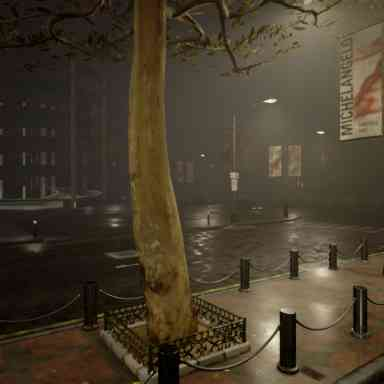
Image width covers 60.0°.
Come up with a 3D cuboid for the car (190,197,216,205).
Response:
[{"bbox_3d":[1.868,1.547,58.035,2.033,1.411,5.357,0,0,-38],"label":"car"}]

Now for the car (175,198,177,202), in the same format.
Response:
[{"bbox_3d":[-5.086,1.478,65.904,5.008,1.535,1.882,0,0,41],"label":"car"}]

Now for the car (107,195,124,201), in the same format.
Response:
[{"bbox_3d":[-19.016,1.474,77.398,4.674,1.442,1.812,0,0,12],"label":"car"}]

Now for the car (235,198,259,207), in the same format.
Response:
[{"bbox_3d":[8.018,1.564,49.571,1.994,1.385,4.181,0,0,-35],"label":"car"}]

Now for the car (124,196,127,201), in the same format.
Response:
[{"bbox_3d":[-18.057,1.464,80.764,4.674,1.442,1.812,0,0,12],"label":"car"}]
